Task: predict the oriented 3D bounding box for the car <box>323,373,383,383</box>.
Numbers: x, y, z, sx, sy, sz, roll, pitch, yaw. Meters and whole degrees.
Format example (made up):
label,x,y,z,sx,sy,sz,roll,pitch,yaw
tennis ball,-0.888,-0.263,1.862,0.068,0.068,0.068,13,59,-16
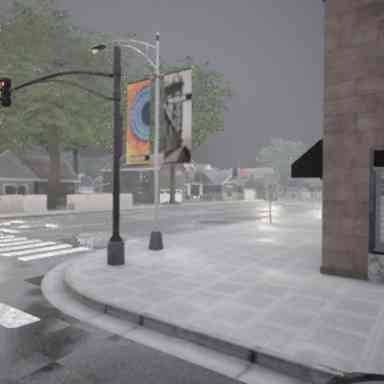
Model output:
label,x,y,z,sx,sy,sz,roll,pitch,yaw
car,2.361,1.581,1.125,4.313,1.339,1.947,1,0,36
